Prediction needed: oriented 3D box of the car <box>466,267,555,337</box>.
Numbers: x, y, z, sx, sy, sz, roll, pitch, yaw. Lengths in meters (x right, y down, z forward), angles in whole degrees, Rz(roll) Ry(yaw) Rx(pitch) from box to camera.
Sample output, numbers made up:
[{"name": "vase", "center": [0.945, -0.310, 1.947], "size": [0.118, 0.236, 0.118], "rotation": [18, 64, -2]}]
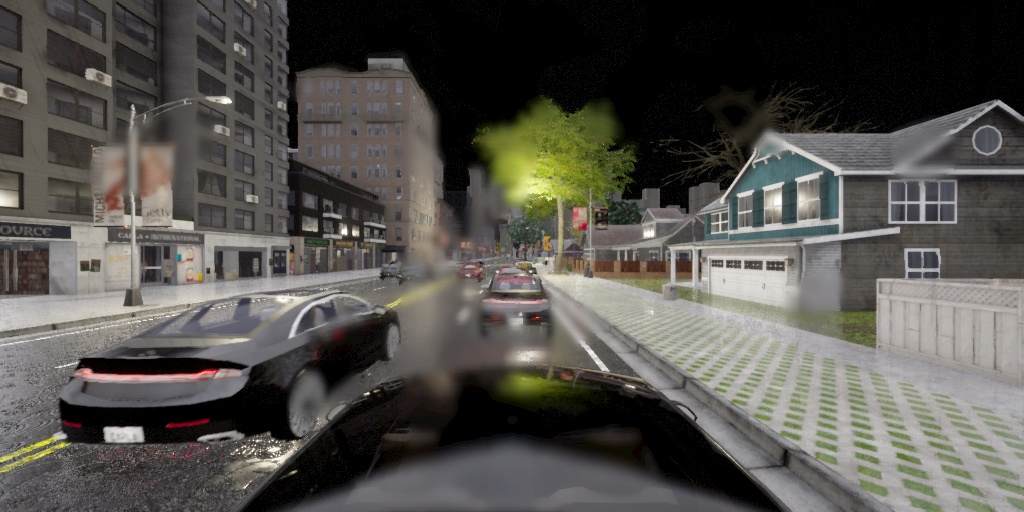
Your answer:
[{"name": "car", "center": [0.111, 1.239, 10.312], "size": [2.128, 1.511, 4.902], "rotation": [0, 0, 0]}]

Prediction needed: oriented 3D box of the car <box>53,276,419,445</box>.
[{"name": "car", "center": [-3.145, 1.240, 5.333], "size": [2.128, 1.511, 4.902], "rotation": [0, 0, 0]}]

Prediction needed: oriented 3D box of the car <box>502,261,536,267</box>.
[{"name": "car", "center": [0.118, 1.219, 19.816], "size": [1.882, 1.535, 5.008], "rotation": [0, 0, 0]}]

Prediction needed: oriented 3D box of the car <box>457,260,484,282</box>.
[{"name": "car", "center": [-3.124, 1.258, 28.239], "size": [1.812, 1.442, 4.674], "rotation": [0, 0, 0]}]

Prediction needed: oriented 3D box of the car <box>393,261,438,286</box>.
[{"name": "car", "center": [-6.576, 1.240, 25.502], "size": [1.837, 1.490, 4.892], "rotation": [0, 0, 0]}]

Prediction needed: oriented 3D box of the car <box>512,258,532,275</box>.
[{"name": "car", "center": [1.011, 1.069, 39.405], "size": [2.097, 1.767, 4.553], "rotation": [0, 0, 0]}]

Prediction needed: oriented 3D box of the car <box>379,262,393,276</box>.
[{"name": "car", "center": [-9.821, 1.234, 30.860], "size": [1.837, 1.490, 4.892], "rotation": [0, 0, 0]}]

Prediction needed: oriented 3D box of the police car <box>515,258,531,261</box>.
[{"name": "police car", "center": [1.002, 1.156, 29.545], "size": [1.930, 1.638, 5.238], "rotation": [0, 0, 0]}]
